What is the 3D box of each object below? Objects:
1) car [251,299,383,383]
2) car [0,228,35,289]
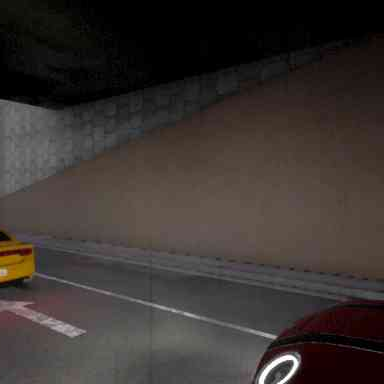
[{"bbox_3d":[2.614,1.352,2.005,4.553,1.767,2.097,0,0,37],"label":"car"},{"bbox_3d":[-5.868,1.478,8.180,5.008,1.535,1.882,0,0,36],"label":"car"}]
